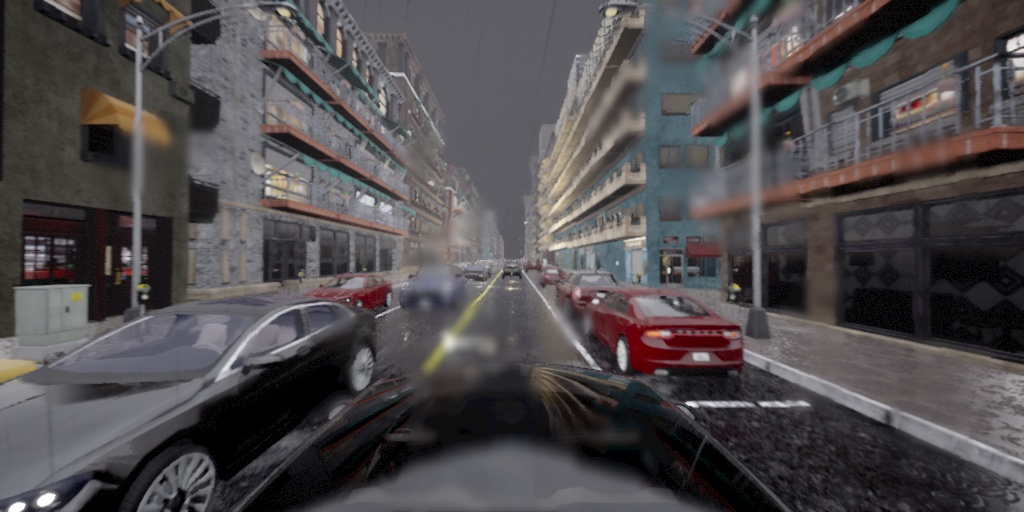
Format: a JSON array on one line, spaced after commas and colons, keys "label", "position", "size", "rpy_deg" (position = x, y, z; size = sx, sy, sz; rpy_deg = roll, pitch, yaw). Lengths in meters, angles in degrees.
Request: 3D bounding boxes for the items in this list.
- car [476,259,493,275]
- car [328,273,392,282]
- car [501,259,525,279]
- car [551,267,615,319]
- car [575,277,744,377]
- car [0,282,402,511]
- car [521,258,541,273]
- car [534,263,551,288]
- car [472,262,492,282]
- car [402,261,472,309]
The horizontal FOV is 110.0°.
[{"label": "car", "position": [-3.003, 1.331, 37.688], "size": [1.837, 1.490, 4.892], "rpy_deg": [0, 0, 0]}, {"label": "car", "position": [-5.690, 1.317, 12.880], "size": [1.888, 1.381, 4.507], "rpy_deg": [0, 0, 0]}, {"label": "car", "position": [0.014, 1.319, 33.936], "size": [1.837, 1.490, 4.892], "rpy_deg": [0, 0, 0]}, {"label": "car", "position": [2.691, 1.212, 12.866], "size": [1.967, 1.591, 4.097], "rpy_deg": [0, 0, 0]}, {"label": "car", "position": [2.692, 1.306, 7.343], "size": [1.888, 1.381, 4.507], "rpy_deg": [0, 0, 0]}, {"label": "car", "position": [-3.084, 1.246, 3.872], "size": [2.128, 1.511, 4.902], "rpy_deg": [0, 0, 1]}, {"label": "car", "position": [2.689, 1.155, 46.008], "size": [2.192, 1.841, 5.009], "rpy_deg": [0, 0, 0]}, {"label": "car", "position": [2.690, 1.376, 23.913], "size": [1.802, 1.307, 4.207], "rpy_deg": [0, 0, 0]}, {"label": "car", "position": [-3.003, 1.421, 29.584], "size": [2.033, 1.411, 5.357], "rpy_deg": [0, 0, 0]}, {"label": "car", "position": [-3.099, 1.129, 15.082], "size": [2.097, 1.767, 4.553], "rpy_deg": [0, 0, 0]}]
